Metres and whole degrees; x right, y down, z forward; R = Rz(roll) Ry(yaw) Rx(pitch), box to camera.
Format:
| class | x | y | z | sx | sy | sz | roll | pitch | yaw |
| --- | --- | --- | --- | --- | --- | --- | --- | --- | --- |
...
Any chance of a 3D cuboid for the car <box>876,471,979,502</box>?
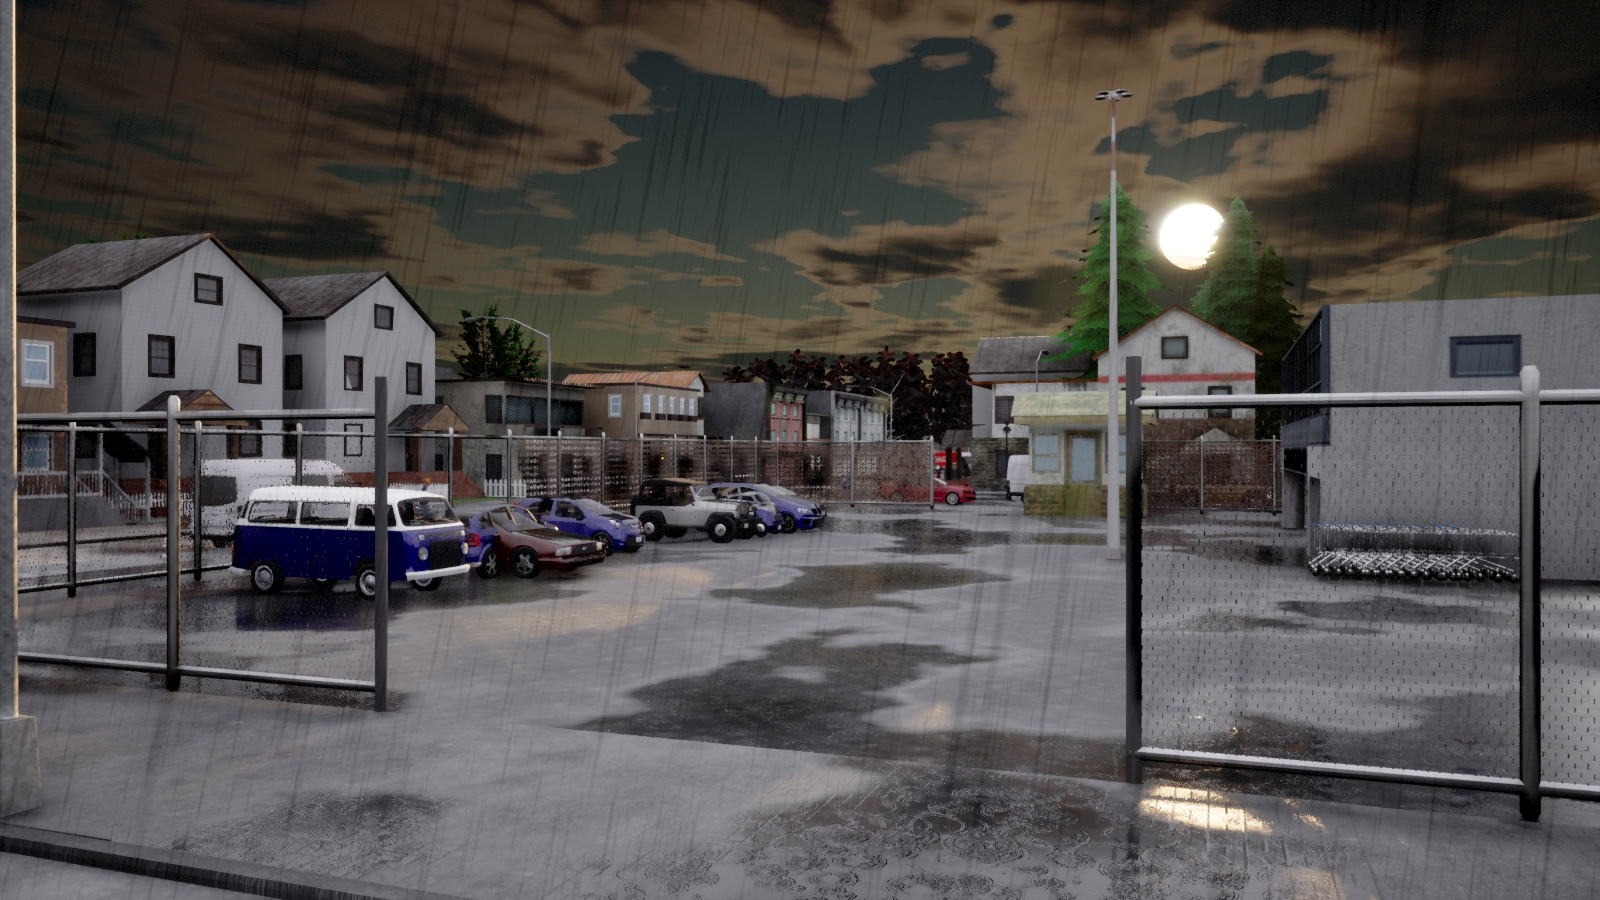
| class | x | y | z | sx | sy | sz | roll | pitch | yaw |
| --- | --- | --- | --- | --- | --- | --- | --- | --- | --- |
| car | 6.523 | 1.843 | 58.394 | 4.892 | 1.480 | 2.231 | 0 | 0 | 19 |

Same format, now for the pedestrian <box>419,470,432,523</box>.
| class | x | y | z | sx | sy | sz | roll | pitch | yaw |
| --- | --- | --- | --- | --- | --- | --- | --- | --- | --- |
| pedestrian | -13.260 | 1.633 | 40.447 | 0.375 | 1.860 | 0.375 | 0 | 0 | -23 |

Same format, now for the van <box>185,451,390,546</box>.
| class | x | y | z | sx | sy | sz | roll | pitch | yaw |
| --- | --- | --- | --- | --- | --- | --- | --- | --- | --- |
| van | -15.031 | 1.319 | 33.983 | 1.988 | 2.561 | 5.915 | 0 | 0 | 20 |
